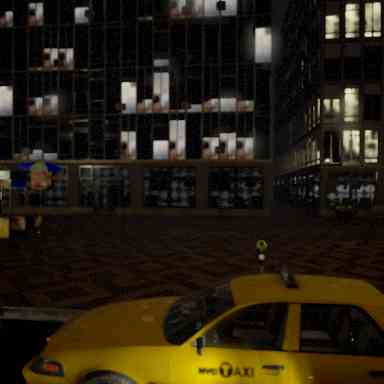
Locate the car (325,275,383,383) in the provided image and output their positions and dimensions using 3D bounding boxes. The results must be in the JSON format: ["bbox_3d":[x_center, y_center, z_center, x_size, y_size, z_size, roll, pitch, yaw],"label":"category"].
[{"bbox_3d":[3.622,1.451,1.439,5.366,1.575,1.801,0,0,6],"label":"car"}]

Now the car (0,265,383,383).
[{"bbox_3d":[0.752,1.506,3.567,4.829,1.417,1.752,0,1,6],"label":"car"}]
